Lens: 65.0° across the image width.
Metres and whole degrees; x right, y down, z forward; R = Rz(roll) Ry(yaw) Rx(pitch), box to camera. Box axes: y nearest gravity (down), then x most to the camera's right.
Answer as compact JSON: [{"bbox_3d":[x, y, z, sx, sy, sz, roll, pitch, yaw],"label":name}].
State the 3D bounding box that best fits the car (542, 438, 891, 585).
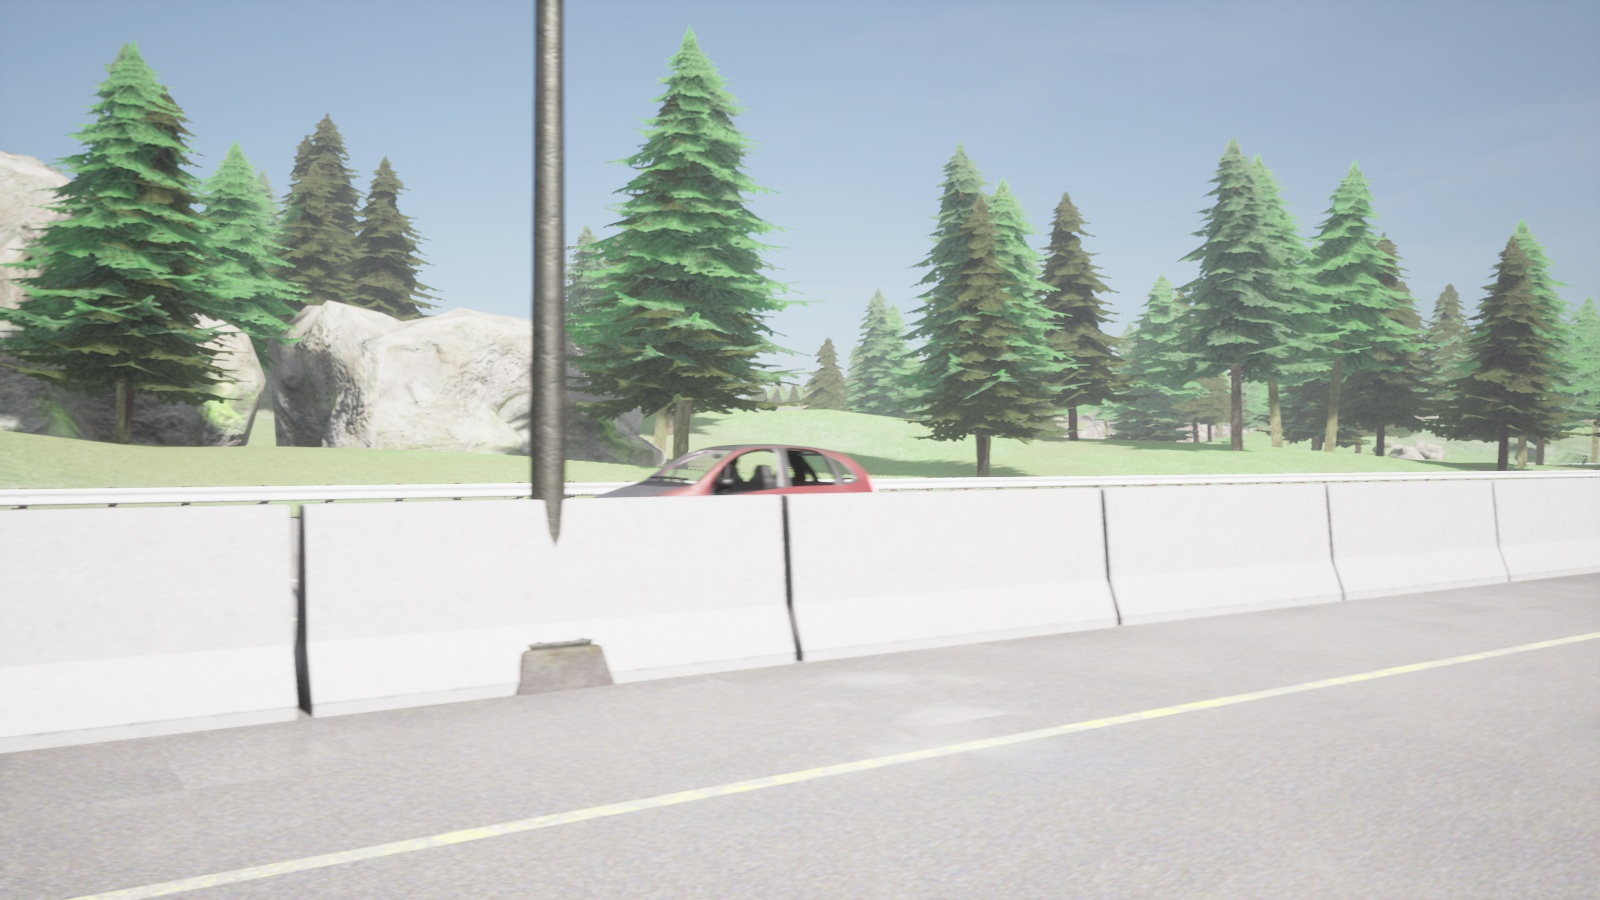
[{"bbox_3d":[-0.994,0.684,15.760,3.988,1.617,1.851,0,0,-35],"label":"car"}]
